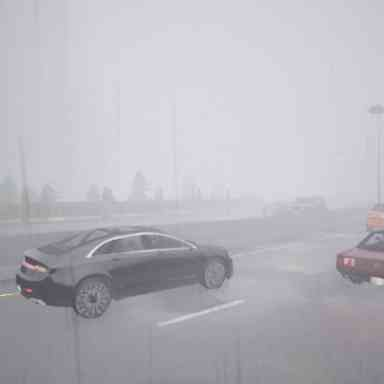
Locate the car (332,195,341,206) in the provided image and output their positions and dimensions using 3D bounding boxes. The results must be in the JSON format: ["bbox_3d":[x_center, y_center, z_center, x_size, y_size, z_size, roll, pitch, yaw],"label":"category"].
[{"bbox_3d":[27.772,1.631,65.412,2.150,2.045,5.566,0,-1,14],"label":"car"}]

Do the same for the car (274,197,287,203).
[{"bbox_3d":[23.018,2.055,86.639,2.128,1.511,4.902,0,-1,0],"label":"car"}]

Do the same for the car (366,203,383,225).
[{"bbox_3d":[12.142,1.414,20.044,2.097,1.767,4.553,0,0,42],"label":"car"}]

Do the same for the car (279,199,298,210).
[{"bbox_3d":[13.800,1.781,47.464,1.812,1.442,4.674,0,0,27],"label":"car"}]

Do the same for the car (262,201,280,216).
[{"bbox_3d":[8.552,1.633,32.464,2.128,1.511,4.902,0,0,37],"label":"car"}]

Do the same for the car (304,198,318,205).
[{"bbox_3d":[25.219,2.000,70.499,2.128,1.511,4.902,0,-1,11],"label":"car"}]

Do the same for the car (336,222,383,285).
[{"bbox_3d":[5.669,1.621,8.571,4.718,1.301,1.895,0,0,-41],"label":"car"}]

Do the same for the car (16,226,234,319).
[{"bbox_3d":[-1.187,1.521,7.477,4.902,1.511,2.128,0,0,-37],"label":"car"}]

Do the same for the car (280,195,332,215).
[{"bbox_3d":[9.824,1.335,28.348,2.150,2.045,5.566,0,0,38],"label":"car"}]
